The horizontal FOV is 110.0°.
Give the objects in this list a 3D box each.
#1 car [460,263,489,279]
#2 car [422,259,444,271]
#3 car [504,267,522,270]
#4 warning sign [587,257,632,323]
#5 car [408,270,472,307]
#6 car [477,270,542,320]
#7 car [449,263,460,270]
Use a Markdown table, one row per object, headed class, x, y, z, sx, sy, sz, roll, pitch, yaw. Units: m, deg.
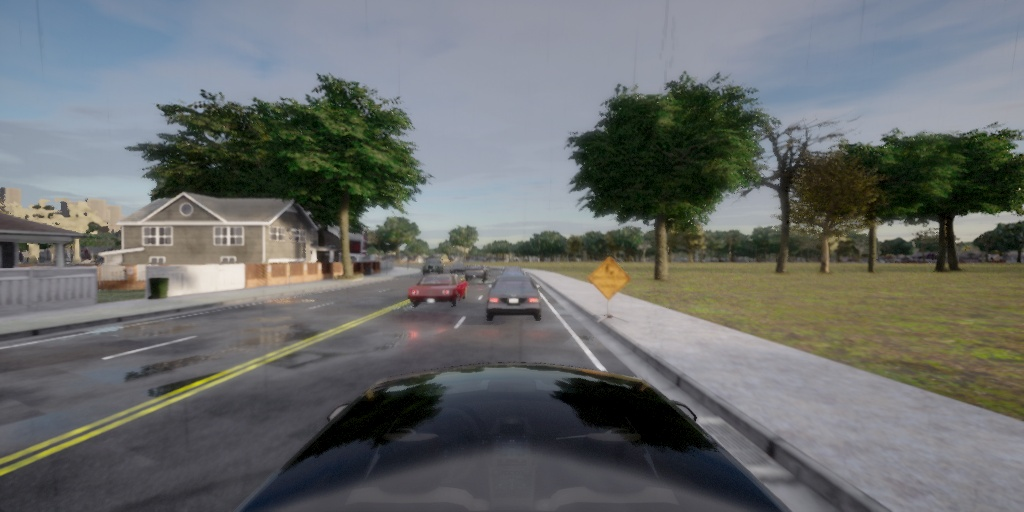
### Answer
| class | x | y | z | sx | sy | sz | roll | pitch | yaw |
| --- | --- | --- | --- | --- | --- | --- | --- | --- | --- |
| car | -3.172 | 1.525 | 32.902 | 2.128 | 1.511 | 4.902 | 0 | 0 | 0 |
| car | -10.142 | 1.377 | 46.448 | 2.150 | 2.045 | 5.566 | 0 | -1 | -4 |
| car | 0.062 | 1.539 | 28.181 | 2.033 | 1.411 | 5.357 | 0 | 0 | 0 |
| warning sign | 2.848 | 0.948 | 10.595 | 1.300 | 1.860 | 1.060 | 0 | 0 | 0 |
| car | -3.172 | 1.485 | 16.323 | 1.895 | 1.301 | 4.718 | 0 | -1 | 0 |
| car | 0.066 | 1.403 | 13.199 | 2.033 | 1.411 | 5.357 | 0 | 0 | 0 |
| car | -6.905 | 1.656 | 46.075 | 1.837 | 1.490 | 4.892 | 0 | -1 | -4 |
